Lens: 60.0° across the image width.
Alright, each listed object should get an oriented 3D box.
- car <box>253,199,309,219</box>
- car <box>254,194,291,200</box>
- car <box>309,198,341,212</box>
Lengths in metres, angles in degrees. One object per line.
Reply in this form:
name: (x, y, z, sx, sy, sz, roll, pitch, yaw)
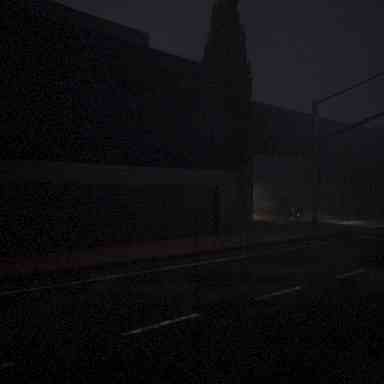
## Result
car: (7.626, 1.601, 29.720, 1.895, 1.301, 4.718, 0, 0, -37)
car: (8.689, 1.221, 34.151, 2.150, 2.045, 5.566, 0, 0, -36)
car: (14.482, 1.477, 38.227, 1.882, 1.535, 5.008, 0, 0, -35)
